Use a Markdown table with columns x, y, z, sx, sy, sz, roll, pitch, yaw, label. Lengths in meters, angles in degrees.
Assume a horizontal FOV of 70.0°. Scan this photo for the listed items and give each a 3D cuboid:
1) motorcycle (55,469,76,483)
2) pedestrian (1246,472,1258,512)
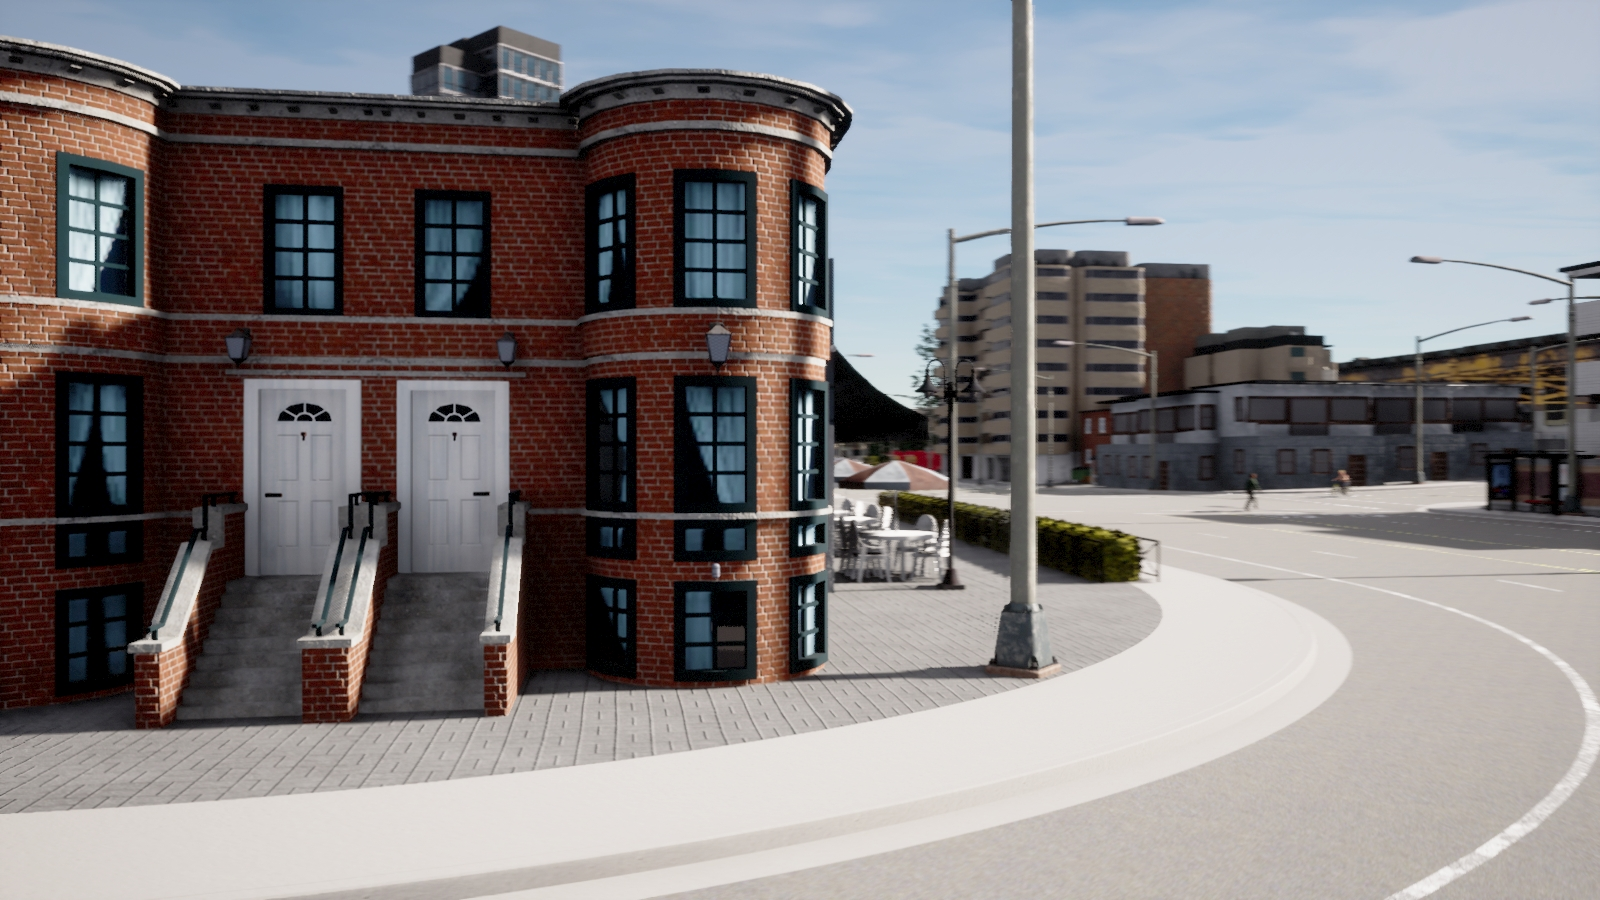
| x | y | z | sx | sy | sz | roll | pitch | yaw | label |
| --- | --- | --- | --- | --- | --- | --- | --- | --- | --- |
| -70.367 | 2.470 | 109.409 | 0.764 | 1.277 | 2.356 | 0 | 0 | -8 | motorcycle |
| 21.138 | 1.957 | 53.450 | 0.375 | 1.860 | 0.375 | 0 | 0 | -7 | pedestrian |
